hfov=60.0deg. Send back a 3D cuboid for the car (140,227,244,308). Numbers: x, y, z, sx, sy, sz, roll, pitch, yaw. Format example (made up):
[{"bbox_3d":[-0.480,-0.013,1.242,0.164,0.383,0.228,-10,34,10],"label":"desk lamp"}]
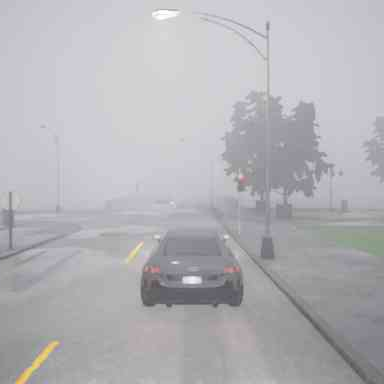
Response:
[{"bbox_3d":[-0.002,1.516,7.884,1.994,1.385,4.181,0,0,0],"label":"car"}]

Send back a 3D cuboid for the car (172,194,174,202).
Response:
[{"bbox_3d":[-4.577,1.079,66.321,1.882,1.535,5.008,0,0,0],"label":"car"}]

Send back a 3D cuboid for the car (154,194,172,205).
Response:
[{"bbox_3d":[-4.505,1.260,50.387,1.994,1.385,4.181,0,0,0],"label":"car"}]
